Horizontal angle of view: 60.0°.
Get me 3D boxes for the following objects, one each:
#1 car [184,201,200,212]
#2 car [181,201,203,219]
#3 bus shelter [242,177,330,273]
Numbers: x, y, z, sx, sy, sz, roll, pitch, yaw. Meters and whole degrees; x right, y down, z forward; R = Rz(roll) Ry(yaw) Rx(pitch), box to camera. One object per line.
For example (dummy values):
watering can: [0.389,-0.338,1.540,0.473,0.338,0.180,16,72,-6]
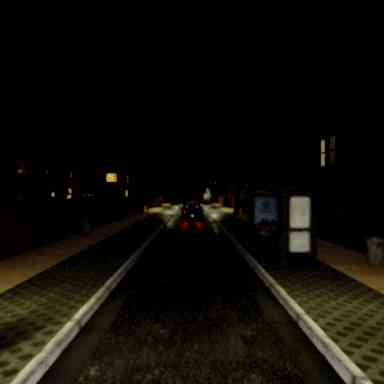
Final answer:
car: [-0.002,1.850,43.556,1.895,1.301,4.718,0,0,0]
car: [0.023,1.765,30.527,1.895,1.301,4.718,0,0,0]
bus shelter: [3.001,0.933,11.510,1.920,2.740,3.880,1,0,0]
